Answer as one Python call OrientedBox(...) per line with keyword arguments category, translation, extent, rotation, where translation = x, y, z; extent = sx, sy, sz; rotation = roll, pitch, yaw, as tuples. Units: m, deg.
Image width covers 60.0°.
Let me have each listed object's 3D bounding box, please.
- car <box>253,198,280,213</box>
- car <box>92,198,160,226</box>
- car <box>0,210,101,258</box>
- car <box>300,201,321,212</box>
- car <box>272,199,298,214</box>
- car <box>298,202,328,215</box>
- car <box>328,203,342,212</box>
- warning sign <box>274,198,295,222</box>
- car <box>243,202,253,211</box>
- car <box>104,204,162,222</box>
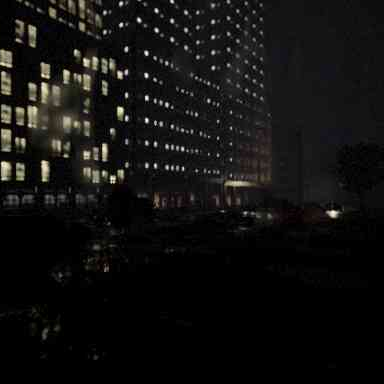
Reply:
OrientedBox(category="car", translation=(11.352, 1.917, 48.085), extent=(2.150, 2.045, 5.566), rotation=(0, -1, 37))
OrientedBox(category="car", translation=(-5.179, 1.461, 25.608), extent=(2.150, 2.045, 5.566), rotation=(0, -1, 36))
OrientedBox(category="car", translation=(-6.268, 1.559, 12.869), extent=(2.033, 1.411, 5.357), rotation=(0, -2, 25))
OrientedBox(category="car", translation=(18.887, 2.290, 52.833), extent=(1.882, 1.535, 5.008), rotation=(0, -1, 36))
OrientedBox(category="car", translation=(12.923, 2.124, 44.605), extent=(1.882, 1.535, 5.008), rotation=(0, -1, 37))
OrientedBox(category="car", translation=(15.571, 2.157, 42.719), extent=(1.812, 1.442, 4.674), rotation=(0, -1, 37))
OrientedBox(category="car", translation=(21.510, 2.344, 50.913), extent=(2.033, 1.411, 5.357), rotation=(0, -1, 36))
OrientedBox(category="warning sign", translation=(7.488, 1.446, 26.894), extent=(1.300, 1.860, 1.060), rotation=(1, 0, 36))
OrientedBox(category="car", translation=(9.518, 2.296, 51.061), extent=(1.994, 1.385, 4.181), rotation=(0, -1, 37))
OrientedBox(category="car", translation=(-5.318, 1.872, 30.920), extent=(2.033, 1.411, 5.357), rotation=(0, -1, 36))
